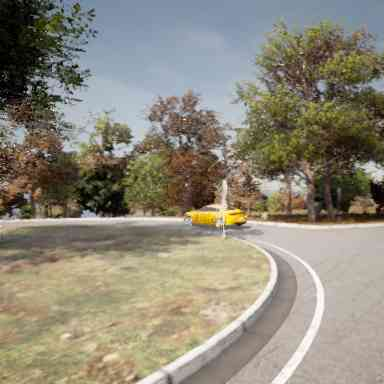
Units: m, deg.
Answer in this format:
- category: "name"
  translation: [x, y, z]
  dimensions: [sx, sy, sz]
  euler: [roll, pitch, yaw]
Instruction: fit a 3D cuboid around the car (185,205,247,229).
- category: "car"
  translation: [1.540, 1.647, 23.329]
  dimensions: [1.882, 1.535, 5.008]
  euler: [1, -1, -42]
